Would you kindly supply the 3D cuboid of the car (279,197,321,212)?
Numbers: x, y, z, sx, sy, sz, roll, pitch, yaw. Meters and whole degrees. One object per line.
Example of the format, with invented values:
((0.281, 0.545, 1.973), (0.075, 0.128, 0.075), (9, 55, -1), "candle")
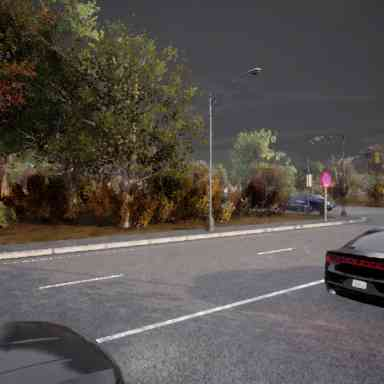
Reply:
((12.038, 1.564, 38.165), (1.994, 1.385, 4.181), (0, 0, -32), "car")

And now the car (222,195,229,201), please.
((3.705, 1.520, 57.819), (1.895, 1.301, 4.718), (0, 1, -32), "car")

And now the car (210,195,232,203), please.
((5.882, 1.332, 67.746), (1.837, 1.490, 4.892), (0, 1, -33), "car")

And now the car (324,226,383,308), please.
((4.966, 1.478, 7.315), (5.008, 1.535, 1.882), (0, 0, -36), "car")

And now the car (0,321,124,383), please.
((-2.749, 1.505, 1.776), (4.892, 1.490, 1.837), (0, 0, -36), "car")

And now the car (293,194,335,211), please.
((14.638, 1.221, 40.637), (2.150, 2.045, 5.566), (0, 0, -31), "car")
